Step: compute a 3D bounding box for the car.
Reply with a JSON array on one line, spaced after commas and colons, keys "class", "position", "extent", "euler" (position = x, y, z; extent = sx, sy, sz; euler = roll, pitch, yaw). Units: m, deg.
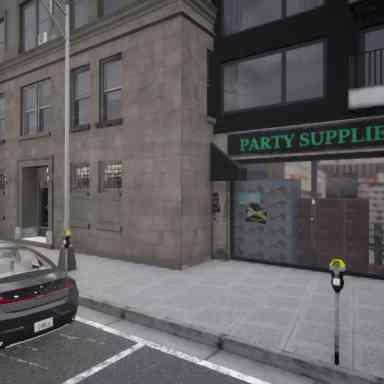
[{"class": "car", "position": [-3.778, 1.550, 5.739], "extent": [4.403, 1.369, 2.008], "euler": [0, 0, 35]}]
